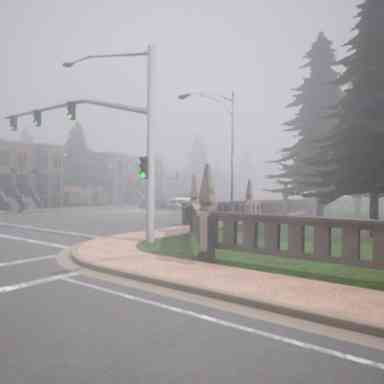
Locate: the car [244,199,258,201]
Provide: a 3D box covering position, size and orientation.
[{"bbox_3d":[6.142,1.391,33.474,1.994,1.385,4.181,1,0,35],"label":"car"}]

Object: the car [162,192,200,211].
[{"bbox_3d":[-0.374,0.967,36.490,2.150,2.045,5.566,1,0,36],"label":"car"}]

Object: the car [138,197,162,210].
[{"bbox_3d":[-4.042,1.266,37.395,1.994,1.385,4.181,1,1,36],"label":"car"}]
